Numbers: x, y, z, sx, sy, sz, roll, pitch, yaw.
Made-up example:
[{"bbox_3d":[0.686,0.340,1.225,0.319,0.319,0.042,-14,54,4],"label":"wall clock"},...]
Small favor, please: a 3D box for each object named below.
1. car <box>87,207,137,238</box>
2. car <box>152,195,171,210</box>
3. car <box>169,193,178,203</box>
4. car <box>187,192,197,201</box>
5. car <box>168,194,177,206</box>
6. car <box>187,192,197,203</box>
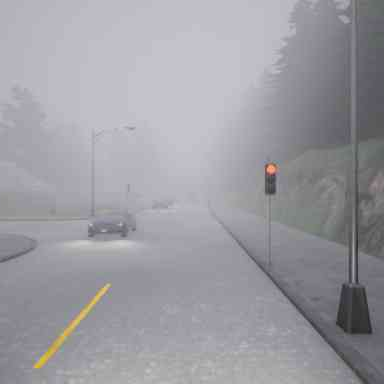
[{"bbox_3d":[-4.095,1.525,17.756,1.812,1.442,4.674,0,0,0],"label":"car"},{"bbox_3d":[-4.093,1.526,43.507,1.812,1.442,4.674,0,0,0],"label":"car"},{"bbox_3d":[-4.014,1.217,69.402,2.150,2.045,5.566,0,0,0],"label":"car"},{"bbox_3d":[-0.016,1.108,78.413,2.150,2.045,5.566,0,0,0],"label":"car"},{"bbox_3d":[-4.098,1.477,55.736,1.882,1.535,5.008,0,0,0],"label":"car"},{"bbox_3d":[-0.014,1.352,68.317,2.097,1.767,4.553,0,0,0],"label":"car"}]
